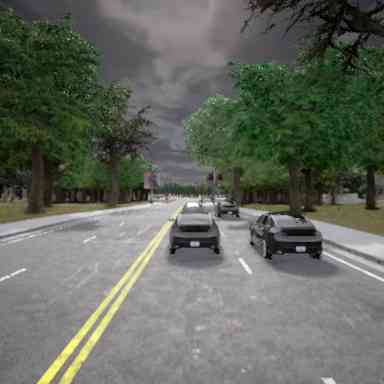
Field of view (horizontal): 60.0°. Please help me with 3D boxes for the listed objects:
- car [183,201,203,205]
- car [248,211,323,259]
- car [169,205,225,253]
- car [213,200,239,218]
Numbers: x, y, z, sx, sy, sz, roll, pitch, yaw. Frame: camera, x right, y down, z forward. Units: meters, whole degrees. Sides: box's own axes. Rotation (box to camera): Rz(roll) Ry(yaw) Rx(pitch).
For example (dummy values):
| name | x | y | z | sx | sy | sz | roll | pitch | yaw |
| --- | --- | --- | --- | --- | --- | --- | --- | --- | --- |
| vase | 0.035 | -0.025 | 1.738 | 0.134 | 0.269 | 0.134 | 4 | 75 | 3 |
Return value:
| name | x | y | z | sx | sy | sz | roll | pitch | yaw |
| --- | --- | --- | --- | --- | --- | --- | --- | --- | --- |
| car | 0.094 | 1.579 | 31.551 | 1.994 | 1.385 | 4.181 | 0 | 0 | 0 |
| car | 3.347 | 1.505 | 12.650 | 1.837 | 1.490 | 4.892 | 0 | 0 | 0 |
| car | 0.098 | 1.506 | 13.687 | 1.837 | 1.490 | 4.892 | 0 | 0 | 0 |
| car | 3.073 | 1.515 | 30.414 | 1.837 | 1.490 | 4.892 | 0 | -1 | -3 |
